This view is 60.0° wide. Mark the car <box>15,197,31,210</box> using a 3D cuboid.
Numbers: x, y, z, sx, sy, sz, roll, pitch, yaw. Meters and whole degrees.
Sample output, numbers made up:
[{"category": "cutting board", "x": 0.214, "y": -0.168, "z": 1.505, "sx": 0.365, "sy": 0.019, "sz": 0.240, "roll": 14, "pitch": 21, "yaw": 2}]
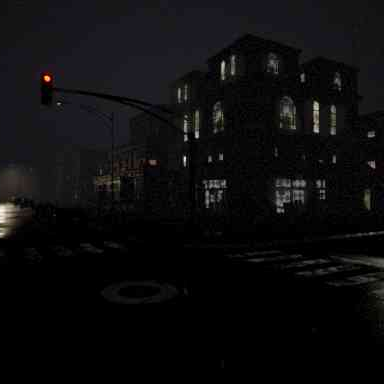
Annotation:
[{"category": "car", "x": -21.627, "y": 1.562, "z": 43.737, "sx": 2.008, "sy": 1.369, "sz": 4.403, "roll": 0, "pitch": 0, "yaw": -31}]

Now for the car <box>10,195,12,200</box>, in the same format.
[{"category": "car", "x": -30.119, "y": 1.569, "z": 57.961, "sx": 2.008, "sy": 1.369, "sz": 4.403, "roll": 0, "pitch": 0, "yaw": -31}]

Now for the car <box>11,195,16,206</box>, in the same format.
[{"category": "car", "x": -27.287, "y": 1.456, "z": 53.220, "sx": 1.967, "sy": 1.590, "sz": 4.097, "roll": 0, "pitch": 0, "yaw": -31}]

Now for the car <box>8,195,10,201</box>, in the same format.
[{"category": "car", "x": -35.780, "y": 1.607, "z": 67.443, "sx": 1.802, "sy": 1.307, "sz": 4.206, "roll": 0, "pitch": 0, "yaw": -31}]

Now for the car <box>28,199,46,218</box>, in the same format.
[{"category": "car", "x": -13.134, "y": 1.588, "z": 29.513, "sx": 1.802, "sy": 1.307, "sz": 4.206, "roll": 0, "pitch": 0, "yaw": -31}]

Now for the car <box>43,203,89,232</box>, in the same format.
[{"category": "car", "x": -7.474, "y": 1.569, "z": 20.032, "sx": 1.947, "sy": 1.339, "sz": 4.313, "roll": 0, "pitch": 0, "yaw": -31}]
